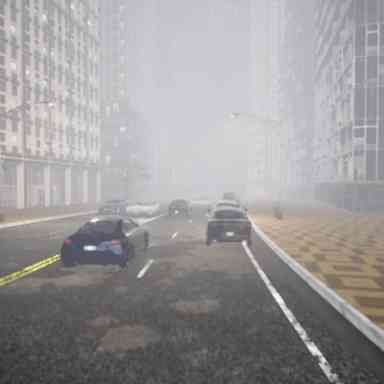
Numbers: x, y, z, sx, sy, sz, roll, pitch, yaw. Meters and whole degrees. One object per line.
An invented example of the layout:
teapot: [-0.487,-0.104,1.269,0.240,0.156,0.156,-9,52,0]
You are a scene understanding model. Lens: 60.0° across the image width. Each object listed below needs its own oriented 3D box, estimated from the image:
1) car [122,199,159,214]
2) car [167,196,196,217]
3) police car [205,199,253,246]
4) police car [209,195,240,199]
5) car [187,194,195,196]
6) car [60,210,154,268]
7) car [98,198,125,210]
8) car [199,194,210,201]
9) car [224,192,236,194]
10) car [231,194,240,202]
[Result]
car: [-4.369,1.450,29.968,1.895,1.301,4.718,0,0,8]
car: [-0.929,1.364,29.571,1.837,1.490,4.892,0,0,8]
police car: [1.610,1.358,15.064,1.930,1.638,5.238,0,0,4]
police car: [2.547,1.316,24.772,1.930,1.638,5.238,0,0,7]
car: [-0.296,1.186,72.201,1.895,1.301,4.718,0,0,7]
car: [-2.706,1.510,11.178,1.994,1.385,4.181,0,0,3]
car: [-7.359,1.336,31.917,1.837,1.490,4.892,0,0,8]
car: [2.725,1.168,70.030,1.994,1.385,4.181,0,0,7]
car: [5.635,1.000,48.811,2.150,2.045,5.566,0,0,11]
car: [8.783,1.201,67.073,1.812,1.442,4.674,0,0,7]
